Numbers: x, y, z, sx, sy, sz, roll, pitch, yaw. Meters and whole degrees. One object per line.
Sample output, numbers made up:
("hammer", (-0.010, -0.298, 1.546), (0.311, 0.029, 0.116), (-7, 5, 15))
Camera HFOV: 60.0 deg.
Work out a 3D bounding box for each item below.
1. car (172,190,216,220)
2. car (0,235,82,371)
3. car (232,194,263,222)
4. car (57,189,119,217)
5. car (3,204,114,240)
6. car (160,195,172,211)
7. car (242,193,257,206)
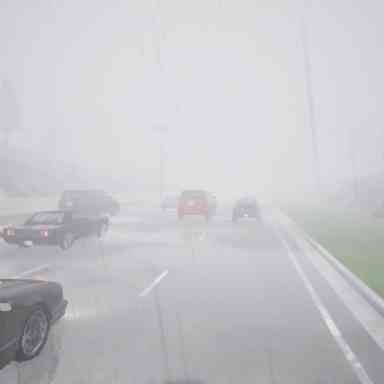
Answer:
("car", (0.449, 0.846, 24.065), (2.150, 2.045, 5.566), (0, 1, 10))
("car", (-3.088, 1.489, 2.766), (2.033, 1.411, 5.357), (0, 1, 6))
("car", (3.804, 1.159, 23.043), (1.837, 1.490, 4.892), (0, 1, 11))
("car", (-6.916, 0.837, 22.711), (2.150, 2.045, 5.566), (0, 1, 10))
("car", (-5.042, 1.371, 13.252), (1.895, 1.301, 4.718), (0, 1, 10))
("car", (-1.600, 1.034, 32.330), (2.033, 1.411, 5.357), (0, 1, 10))
("car", (7.112, 0.912, 41.059), (1.812, 1.442, 4.674), (0, 1, 10))
